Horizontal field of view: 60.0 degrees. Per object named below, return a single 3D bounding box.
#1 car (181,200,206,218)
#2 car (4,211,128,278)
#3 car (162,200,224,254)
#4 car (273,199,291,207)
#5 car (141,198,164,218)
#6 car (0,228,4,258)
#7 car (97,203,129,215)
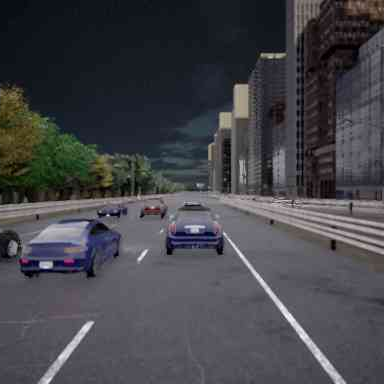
[{"bbox_3d":[0.096,1.516,31.018,2.128,1.511,4.902,0,0,0],"label":"car"},{"bbox_3d":[-3.402,1.531,10.058,1.812,1.442,4.674,0,0,0],"label":"car"},{"bbox_3d":[0.099,1.360,13.739,2.097,1.767,4.553,0,0,0],"label":"car"},{"bbox_3d":[14.413,1.752,53.973,1.895,1.301,4.718,0,0,-17],"label":"car"},{"bbox_3d":[-3.403,1.376,30.788,2.097,1.767,4.553,0,0,0],"label":"car"},{"bbox_3d":[-6.908,1.510,9.692,1.837,1.490,4.892,0,0,0],"label":"car"},{"bbox_3d":[-6.905,1.623,29.622,1.895,1.301,4.718,0,0,0],"label":"car"}]
